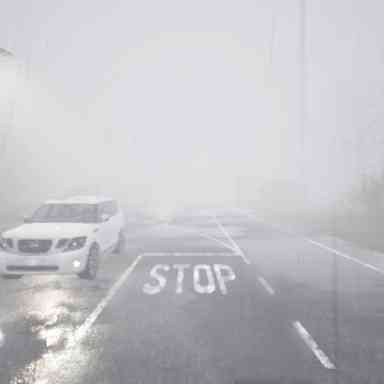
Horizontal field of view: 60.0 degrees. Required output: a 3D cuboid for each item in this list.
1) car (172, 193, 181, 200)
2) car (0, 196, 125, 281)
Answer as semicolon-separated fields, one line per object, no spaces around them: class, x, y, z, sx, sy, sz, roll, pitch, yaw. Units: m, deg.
car;-3.443;1.068;74.877;2.128;1.511;4.902;0;0;0
car;-3.512;1.176;10.066;2.150;2.045;5.566;0;0;0
